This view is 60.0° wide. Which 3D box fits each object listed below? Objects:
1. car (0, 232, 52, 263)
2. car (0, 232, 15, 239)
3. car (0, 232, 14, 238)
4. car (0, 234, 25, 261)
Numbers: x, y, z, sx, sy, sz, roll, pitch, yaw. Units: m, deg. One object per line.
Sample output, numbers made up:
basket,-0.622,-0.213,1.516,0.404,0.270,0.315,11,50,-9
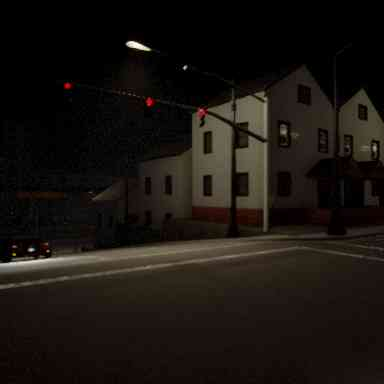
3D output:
car,-8.644,2.829,17.204,1.994,1.385,4.181,0,-9,-35
car,-44.415,10.183,77.904,4.974,1.542,2.038,0,-1,-7
car,-44.466,10.026,77.899,4.536,1.218,1.853,0,-1,-7
car,-13.775,4.210,24.458,1.882,1.535,5.008,0,-12,-36
